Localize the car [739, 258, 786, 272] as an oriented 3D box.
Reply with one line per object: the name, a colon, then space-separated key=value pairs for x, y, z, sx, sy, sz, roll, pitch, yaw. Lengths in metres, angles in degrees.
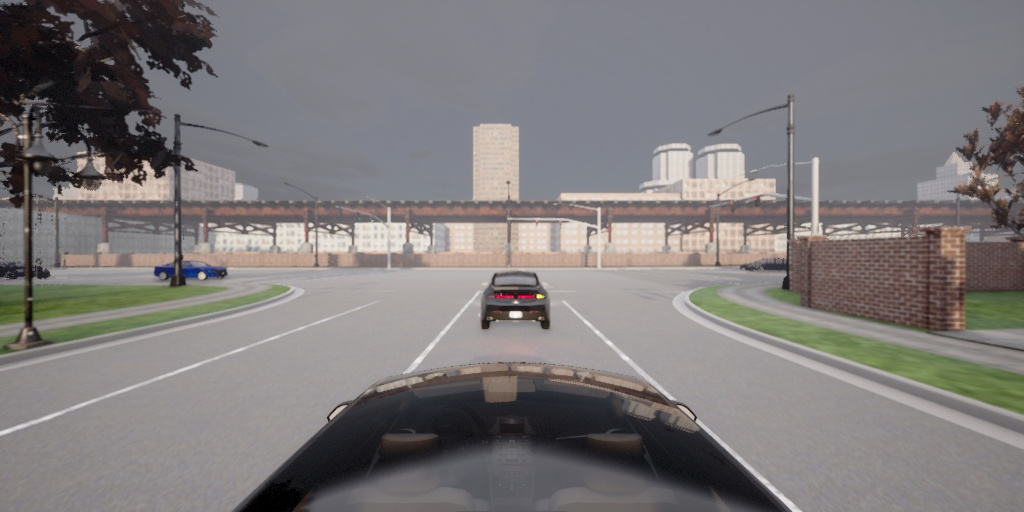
car: x=26.967 y=0.933 z=37.570 sx=5.357 sy=1.411 sz=2.033 roll=-1 pitch=0 yaw=2

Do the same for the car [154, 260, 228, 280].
car: x=-25.221 y=1.089 z=28.288 sx=5.008 sy=1.535 sz=1.882 roll=0 pitch=0 yaw=2

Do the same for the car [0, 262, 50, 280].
car: x=-40.064 y=1.175 z=28.776 sx=4.181 sy=1.385 sz=1.994 roll=0 pitch=0 yaw=2

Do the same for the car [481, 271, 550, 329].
car: x=0.094 y=1.203 z=11.060 sx=1.837 sy=1.490 sz=4.892 roll=0 pitch=-1 yaw=0
